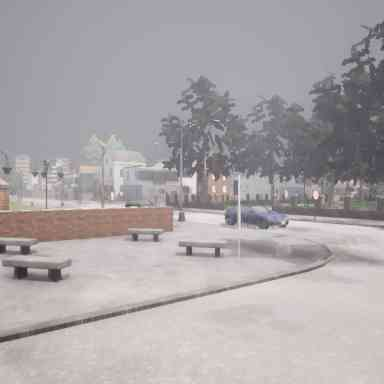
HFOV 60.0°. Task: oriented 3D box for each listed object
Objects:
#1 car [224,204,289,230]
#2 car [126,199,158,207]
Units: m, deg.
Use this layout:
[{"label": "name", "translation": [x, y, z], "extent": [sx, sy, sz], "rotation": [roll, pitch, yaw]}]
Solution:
[{"label": "car", "translation": [3.980, 1.526, 21.313], "extent": [1.812, 1.442, 4.674], "rotation": [0, 0, -35]}, {"label": "car", "translation": [-5.112, 1.478, 34.130], "extent": [1.882, 1.535, 5.008], "rotation": [0, 1, -35]}]
